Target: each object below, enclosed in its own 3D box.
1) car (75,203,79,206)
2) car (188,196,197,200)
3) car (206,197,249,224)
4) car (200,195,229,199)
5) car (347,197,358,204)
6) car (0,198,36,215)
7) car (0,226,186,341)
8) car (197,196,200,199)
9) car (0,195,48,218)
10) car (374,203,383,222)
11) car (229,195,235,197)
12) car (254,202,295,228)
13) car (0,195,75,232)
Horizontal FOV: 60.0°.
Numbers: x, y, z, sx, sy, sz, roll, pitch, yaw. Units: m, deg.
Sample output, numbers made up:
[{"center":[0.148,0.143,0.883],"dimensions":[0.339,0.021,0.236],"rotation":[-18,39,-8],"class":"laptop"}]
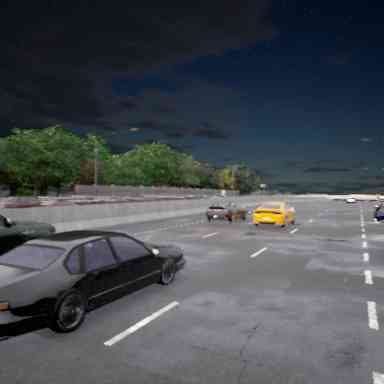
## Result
[{"center":[-11.422,1.356,27.647],"dimensions":[1.812,1.442,4.674],"rotation":[0,0,27],"class":"car"},{"center":[0.944,1.424,67.609],"dimensions":[1.895,1.301,4.718],"rotation":[0,0,27],"class":"car"},{"center":[2.642,1.410,24.011],"dimensions":[2.128,1.511,4.902],"rotation":[0,0,27],"class":"car"},{"center":[3.371,1.337,49.259],"dimensions":[1.812,1.442,4.674],"rotation":[0,0,27],"class":"car"},{"center":[35.205,1.873,73.409],"dimensions":[1.895,1.301,4.718],"rotation":[0,-1,27],"class":"car"},{"center":[-17.301,1.345,31.536],"dimensions":[1.994,1.385,4.181],"rotation":[0,0,27],"class":"car"},{"center":[-2.085,1.515,6.817],"dimensions":[2.033,1.411,5.357],"rotation":[0,0,27],"class":"car"},{"center":[3.524,1.386,64.977],"dimensions":[2.033,1.411,5.357],"rotation":[0,0,27],"class":"car"},{"center":[-14.959,1.162,28.402],"dimensions":[2.097,1.767,4.553],"rotation":[0,0,27],"class":"car"},{"center":[15.180,1.532,25.571],"dimensions":[1.994,1.385,4.181],"rotation":[0,0,27],"class":"car"},{"center":[7.277,1.378,64.653],"dimensions":[1.837,1.490,4.892],"rotation":[0,0,27],"class":"car"},{"center":[5.566,1.421,22.036],"dimensions":[1.882,1.535,5.008],"rotation":[0,0,27],"class":"car"},{"center":[-5.648,1.166,7.522],"dimensions":[2.150,2.045,5.566],"rotation":[0,0,27],"class":"car"}]
